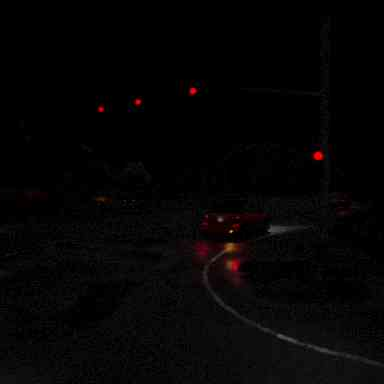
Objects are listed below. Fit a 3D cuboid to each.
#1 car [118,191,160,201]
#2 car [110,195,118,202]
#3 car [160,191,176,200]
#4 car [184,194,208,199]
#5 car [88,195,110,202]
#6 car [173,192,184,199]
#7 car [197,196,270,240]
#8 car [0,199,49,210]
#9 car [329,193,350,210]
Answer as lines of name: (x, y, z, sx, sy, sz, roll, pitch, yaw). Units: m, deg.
car: (-6.652, 1.118, 42.152, 2.097, 1.767, 4.553, 0, 0, 34)
car: (-9.311, 0.937, 50.721, 2.150, 2.045, 5.566, 0, 0, 34)
car: (-4.603, 0.881, 65.332, 2.150, 2.045, 5.566, 0, 0, 27)
car: (1.235, 1.225, 54.408, 2.128, 1.511, 4.902, 0, 0, 31)
car: (-13.518, 1.177, 50.733, 1.882, 1.535, 5.008, 0, 0, 34)
car: (-1.119, 1.167, 64.546, 2.128, 1.511, 4.902, 0, 0, 25)
car: (2.367, 1.272, 16.918, 2.097, 1.767, 4.553, 0, 0, 30)
car: (-14.766, 1.359, 29.952, 1.994, 1.385, 4.181, 0, 1, 34)
car: (18.449, 1.077, 41.851, 2.150, 2.045, 5.566, 0, 1, 31)
